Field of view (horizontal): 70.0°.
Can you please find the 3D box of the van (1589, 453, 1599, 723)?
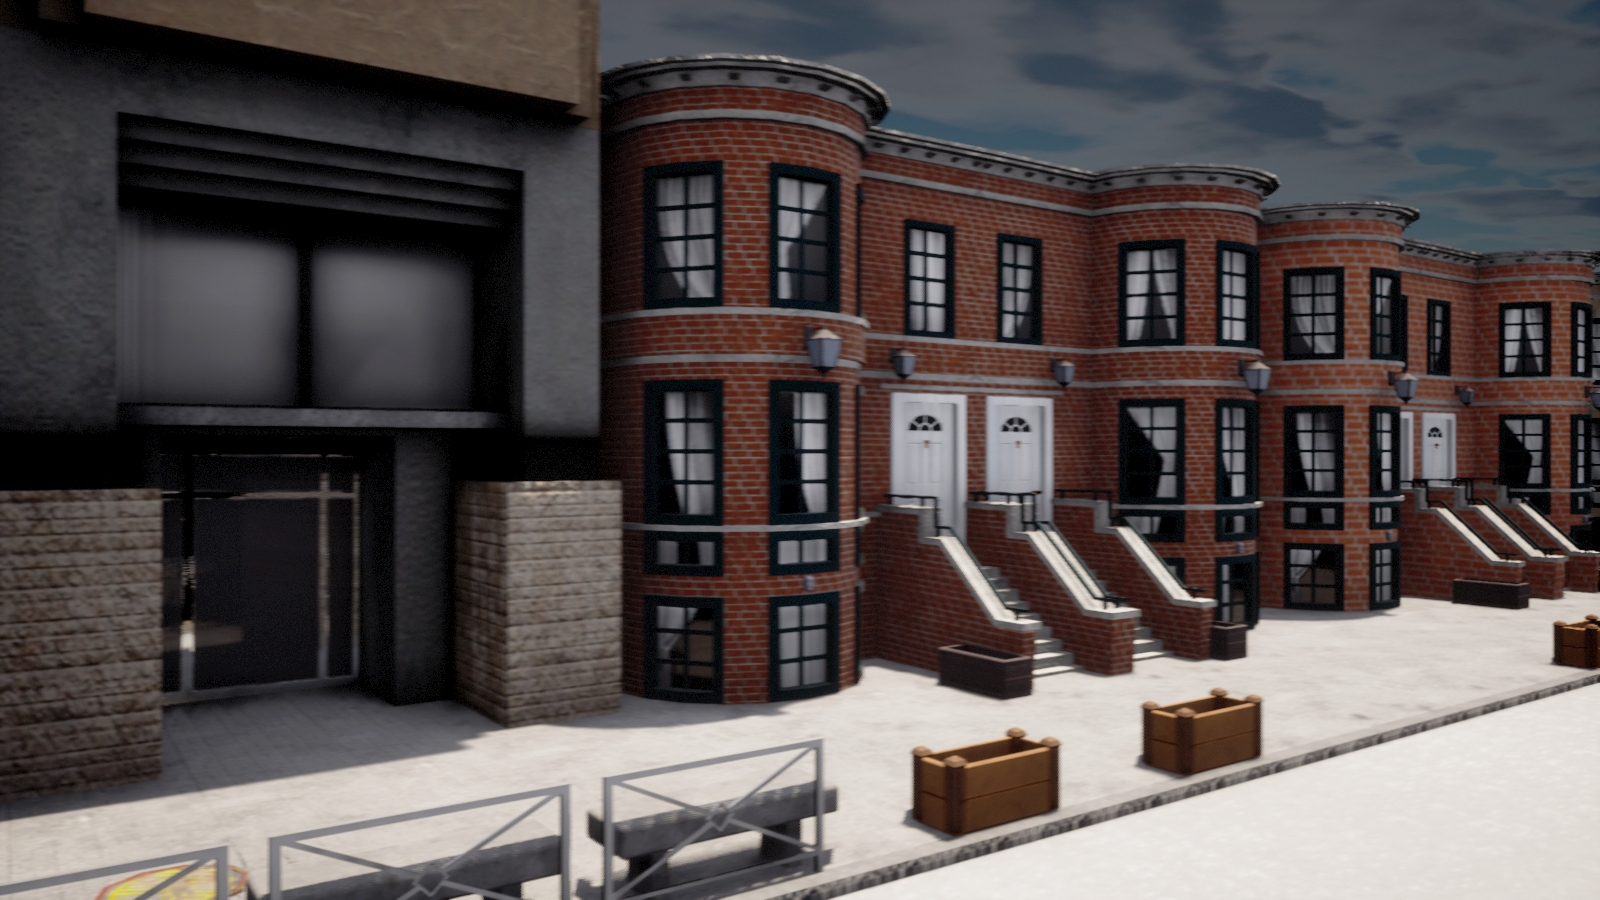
[{"bbox_3d":[10.542,1.314,11.821,5.915,2.561,1.988,0,0,-35],"label":"van"}]
